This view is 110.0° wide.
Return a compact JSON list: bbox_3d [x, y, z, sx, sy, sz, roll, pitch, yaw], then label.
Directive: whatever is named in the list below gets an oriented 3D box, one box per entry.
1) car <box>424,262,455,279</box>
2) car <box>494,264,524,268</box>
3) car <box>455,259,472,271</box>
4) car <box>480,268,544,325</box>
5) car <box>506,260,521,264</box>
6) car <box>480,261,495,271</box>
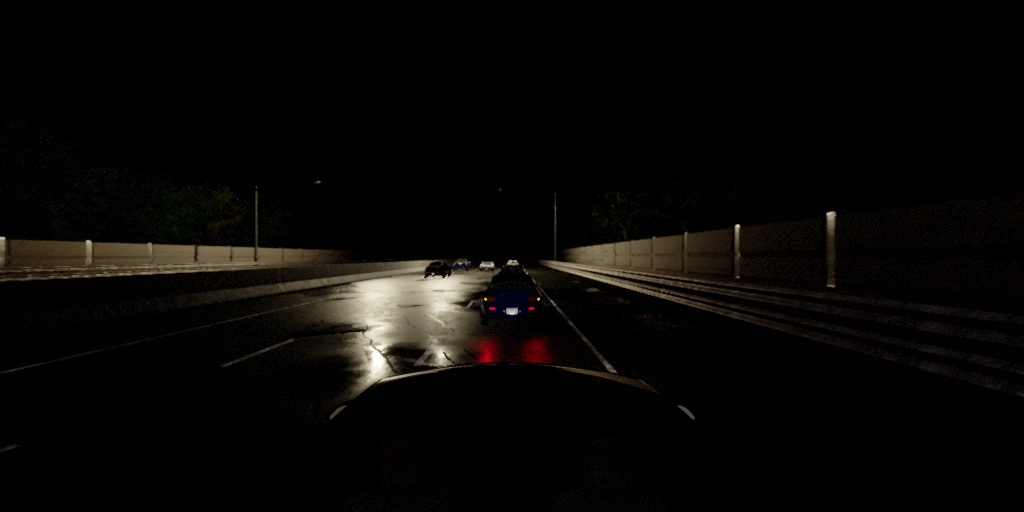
[{"bbox_3d":[-6.875,1.294,33.600,1.837,1.490,4.892,0,0,0],"label":"car"},{"bbox_3d":[0.016,1.376,23.389,1.895,1.301,4.718,0,0,0],"label":"car"},{"bbox_3d":[-6.865,1.150,49.879,2.097,1.767,4.553,0,0,0],"label":"car"},{"bbox_3d":[0.005,1.287,11.775,1.812,1.442,4.674,0,0,0],"label":"car"},{"bbox_3d":[0.122,1.278,33.588,2.128,1.511,4.902,0,0,0],"label":"car"},{"bbox_3d":[-3.365,1.400,49.942,1.895,1.301,4.718,0,0,0],"label":"car"}]
